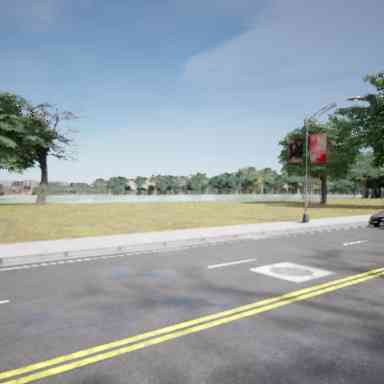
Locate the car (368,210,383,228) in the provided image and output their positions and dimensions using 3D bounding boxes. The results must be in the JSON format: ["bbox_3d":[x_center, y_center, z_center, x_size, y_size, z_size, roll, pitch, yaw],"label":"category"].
[{"bbox_3d":[13.444,1.528,21.252,5.357,1.411,2.033,0,0,-35],"label":"car"}]
